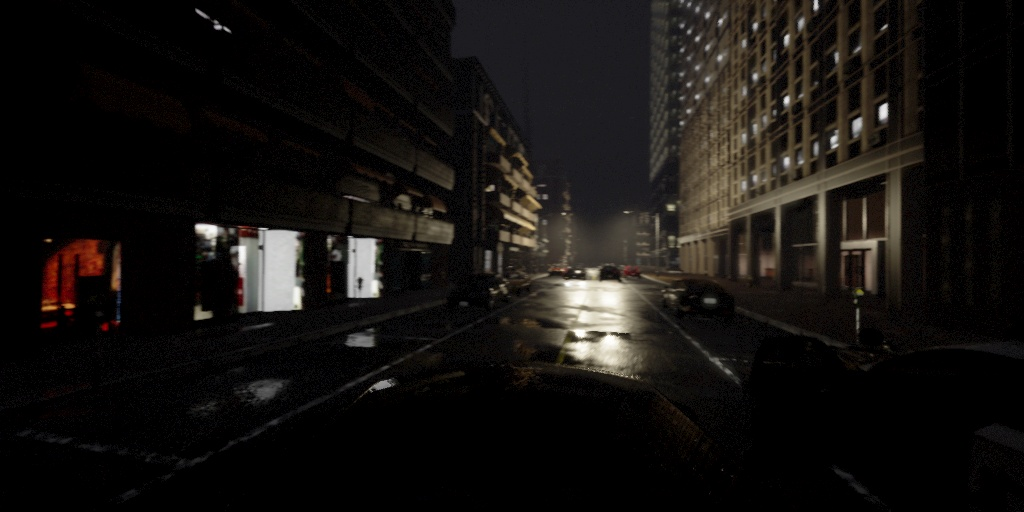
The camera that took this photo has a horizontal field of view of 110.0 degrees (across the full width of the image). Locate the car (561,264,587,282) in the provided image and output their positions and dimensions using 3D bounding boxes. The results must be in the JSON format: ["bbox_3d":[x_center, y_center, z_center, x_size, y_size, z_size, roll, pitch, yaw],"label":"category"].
[{"bbox_3d":[6.179,1.713,34.674,1.994,1.385,4.181,0,-1,14],"label":"car"}]

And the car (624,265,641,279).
[{"bbox_3d":[13.651,1.832,40.921,1.888,1.381,4.507,0,0,14],"label":"car"}]

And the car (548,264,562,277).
[{"bbox_3d":[5.518,1.669,42.940,1.967,1.591,4.097,0,0,14],"label":"car"}]

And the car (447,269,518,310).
[{"bbox_3d":[-1.284,1.443,15.531,1.948,1.339,4.313,0,0,14],"label":"car"}]

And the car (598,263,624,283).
[{"bbox_3d":[9.146,1.643,33.565,1.882,1.535,5.008,0,-1,14],"label":"car"}]

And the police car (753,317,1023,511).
[{"bbox_3d":[3.732,1.216,2.266,1.930,1.638,5.238,0,-1,14],"label":"police car"}]

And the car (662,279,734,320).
[{"bbox_3d":[6.850,1.501,13.513,1.948,1.339,4.313,0,0,14],"label":"car"}]

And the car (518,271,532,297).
[{"bbox_3d":[0.036,1.472,20.849,1.751,1.417,4.829,0,0,14],"label":"car"}]
